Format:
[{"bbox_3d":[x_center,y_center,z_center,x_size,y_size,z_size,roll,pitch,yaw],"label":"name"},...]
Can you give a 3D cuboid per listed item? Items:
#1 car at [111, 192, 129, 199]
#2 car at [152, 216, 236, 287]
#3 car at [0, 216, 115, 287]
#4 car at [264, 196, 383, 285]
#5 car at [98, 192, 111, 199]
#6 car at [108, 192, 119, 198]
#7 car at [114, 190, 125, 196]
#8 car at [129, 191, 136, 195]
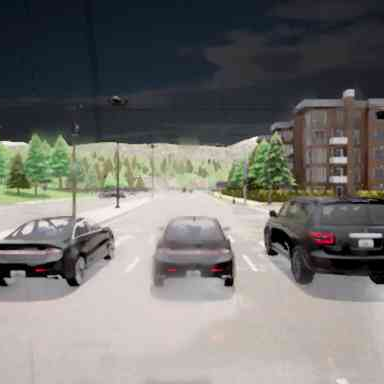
[{"bbox_3d":[-16.317,0.797,75.148,1.994,1.385,4.181,0,1,0],"label":"car"},{"bbox_3d":[0.054,1.399,9.047,2.128,1.511,4.902,0,1,0],"label":"car"},{"bbox_3d":[-3.446,1.399,9.049,2.128,1.511,4.902,0,1,0],"label":"car"},{"bbox_3d":[3.555,1.122,9.388,2.150,2.045,5.566,0,0,1],"label":"car"},{"bbox_3d":[-19.817,0.771,75.088,2.128,1.511,4.902,0,1,0],"label":"car"},{"bbox_3d":[-19.815,0.750,84.125,1.895,1.301,4.718,0,1,0],"label":"car"},{"bbox_3d":[-19.814,0.223,91.240,2.128,1.511,4.902,0,1,0],"label":"car"},{"bbox_3d":[-16.314,0.417,91.608,1.812,1.442,4.674,0,1,0],"label":"car"}]
